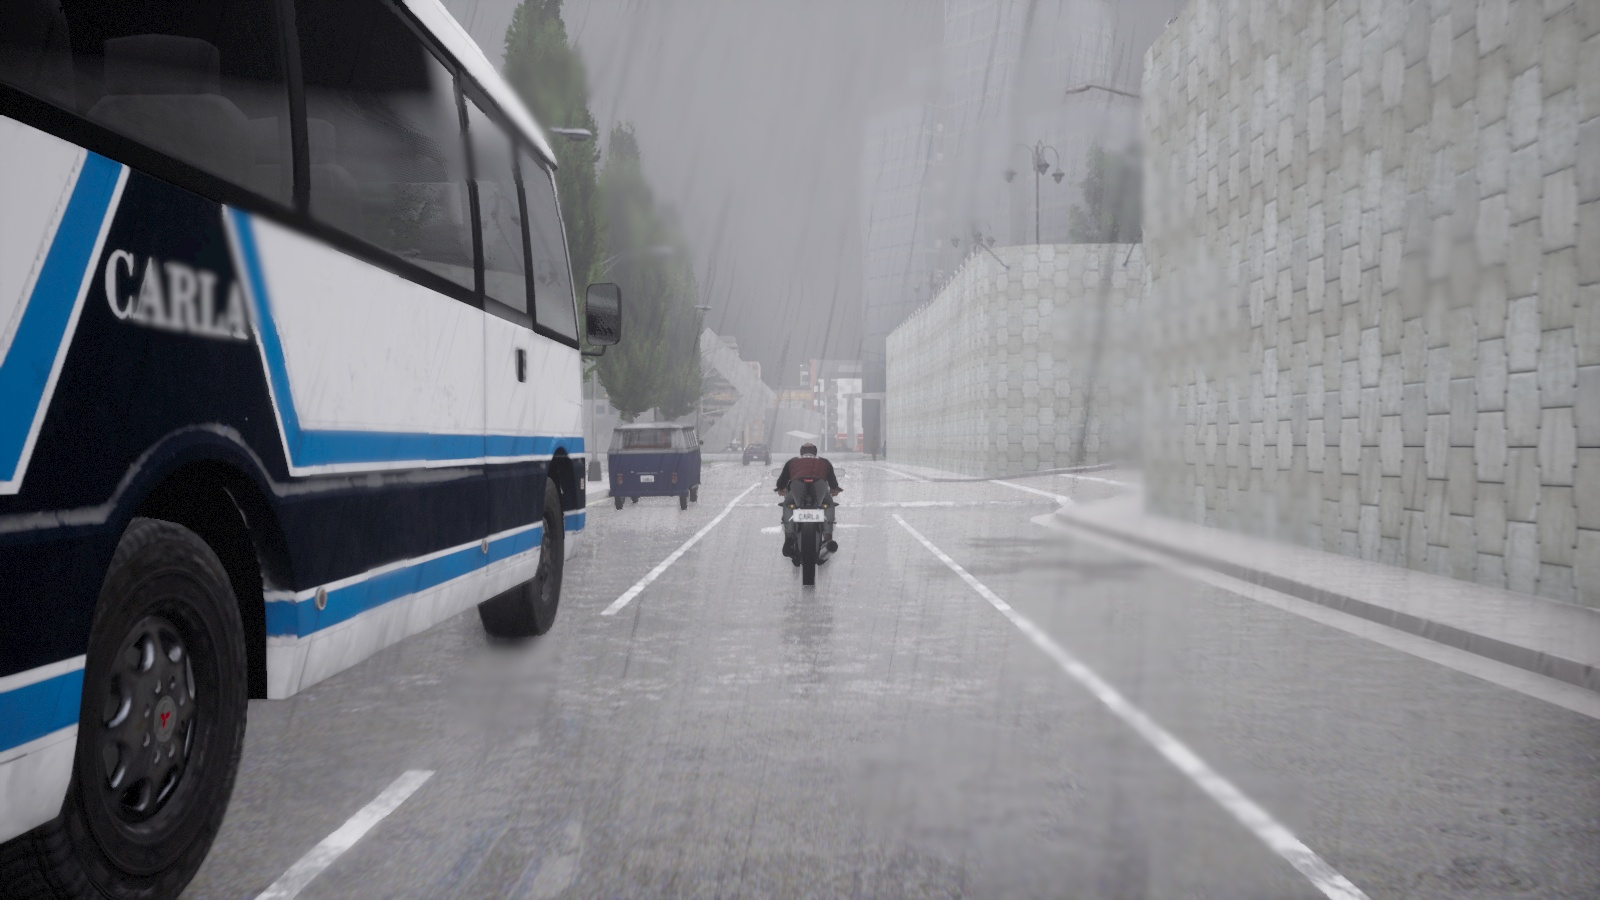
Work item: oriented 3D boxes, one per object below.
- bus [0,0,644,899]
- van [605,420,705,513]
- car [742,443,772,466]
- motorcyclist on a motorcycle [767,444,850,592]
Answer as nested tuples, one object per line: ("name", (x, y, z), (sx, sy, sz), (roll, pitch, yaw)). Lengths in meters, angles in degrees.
("bus", (-3.446, -0.670, 6.540), (3.944, 4.253, 10.273), (0, 0, 0))
("van", (-3.318, 0.306, 29.537), (1.775, 1.987, 4.442), (-1, 2, 0))
("car", (-2.899, 0.277, 85.285), (1.816, 1.474, 4.193), (0, 0, 2))
("motorcyclist on a motorcycle", (0.095, 0.702, 14.106), (0.866, 1.530, 2.191), (0, 0, 0))
